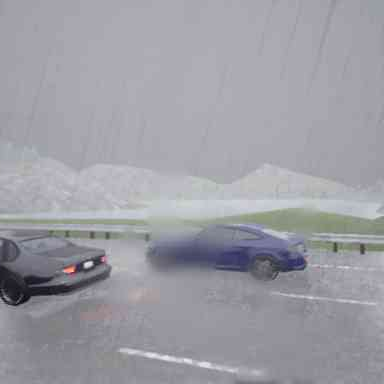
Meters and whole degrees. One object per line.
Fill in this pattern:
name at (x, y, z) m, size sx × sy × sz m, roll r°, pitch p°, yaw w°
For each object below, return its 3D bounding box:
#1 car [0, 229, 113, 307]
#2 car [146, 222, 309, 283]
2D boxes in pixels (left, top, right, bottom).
car at (-4.604, 1.633, 7.973) m, size 5.357 × 1.411 × 2.033 m, roll 0°, pitch -1°, yaw 19°
car at (0.943, 1.601, 9.709) m, size 4.674 × 1.442 × 1.812 m, roll 0°, pitch -1°, yaw 20°
